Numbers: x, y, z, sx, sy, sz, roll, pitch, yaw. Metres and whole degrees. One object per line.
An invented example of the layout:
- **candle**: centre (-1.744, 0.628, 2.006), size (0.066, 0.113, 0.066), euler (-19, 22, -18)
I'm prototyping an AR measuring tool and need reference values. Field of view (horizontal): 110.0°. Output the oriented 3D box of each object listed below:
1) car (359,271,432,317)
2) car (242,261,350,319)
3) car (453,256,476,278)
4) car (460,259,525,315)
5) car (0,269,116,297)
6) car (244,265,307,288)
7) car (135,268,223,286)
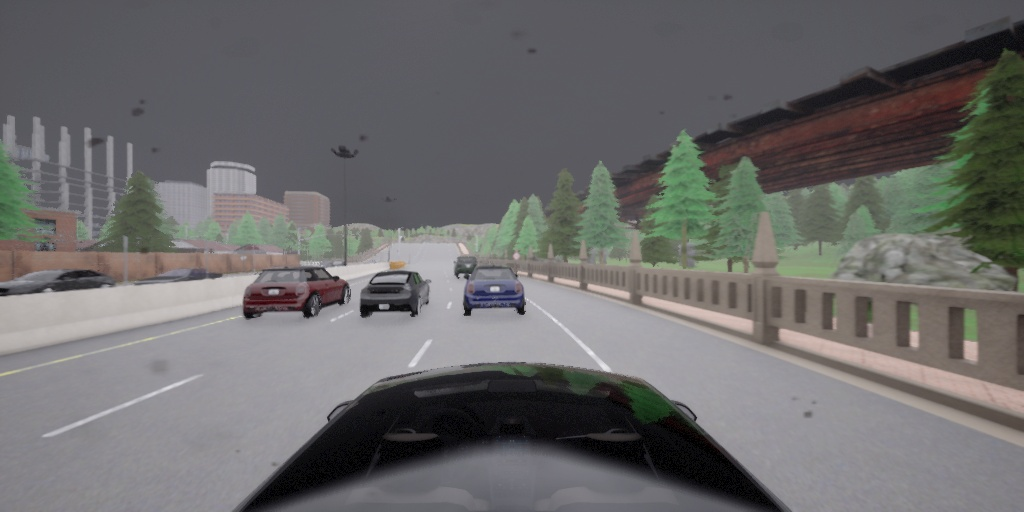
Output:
- **car**: centre (-4.216, 1.298, 13.440), size (1.837, 1.490, 4.892), euler (0, 0, -6)
- **car**: centre (-7.762, 1.164, 13.420), size (2.097, 1.767, 4.553), euler (0, 0, -7)
- **car**: centre (-4.518, 1.047, 35.273), size (2.150, 2.045, 5.566), euler (0, 0, -11)
- **car**: centre (-0.798, 1.123, 13.952), size (2.097, 1.767, 4.553), euler (0, 0, -6)
- **car**: centre (-22.705, 1.414, 17.920), size (1.837, 1.490, 4.892), euler (0, -1, -10)
- **car**: centre (-17.246, 1.434, 26.569), size (2.033, 1.411, 5.357), euler (0, 0, -11)
- **car**: centre (-19.864, 1.443, 21.789), size (2.033, 1.411, 5.357), euler (0, 0, -11)
